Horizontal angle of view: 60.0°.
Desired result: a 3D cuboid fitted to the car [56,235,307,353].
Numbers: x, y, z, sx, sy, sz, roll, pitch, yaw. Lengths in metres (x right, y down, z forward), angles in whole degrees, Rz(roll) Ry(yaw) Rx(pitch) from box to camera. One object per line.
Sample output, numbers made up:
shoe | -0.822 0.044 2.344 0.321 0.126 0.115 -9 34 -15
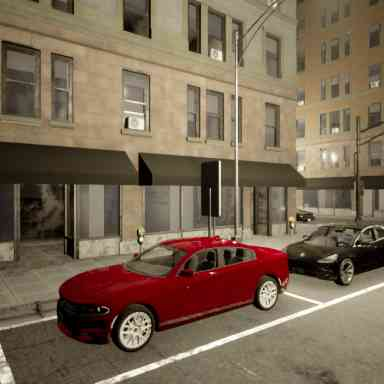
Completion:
car | -0.100 1.545 6.154 4.507 1.381 1.887 0 0 -36

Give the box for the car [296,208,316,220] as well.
car | 6.933 1.614 25.962 2.033 1.411 5.357 0 0 -33

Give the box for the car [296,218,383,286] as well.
car | 4.336 1.566 9.423 4.313 1.339 1.947 0 0 -36
